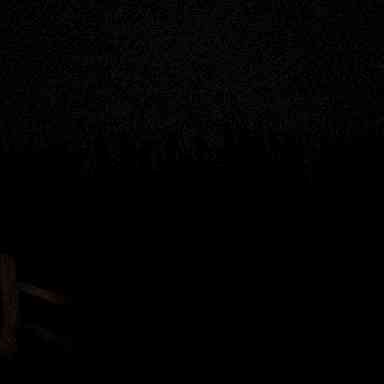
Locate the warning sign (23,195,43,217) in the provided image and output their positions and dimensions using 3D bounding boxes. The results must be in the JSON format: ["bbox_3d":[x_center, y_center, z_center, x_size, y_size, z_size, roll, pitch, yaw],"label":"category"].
[{"bbox_3d":[-13.842,1.202,28.934,1.300,1.860,1.060,1,1,35],"label":"warning sign"}]
